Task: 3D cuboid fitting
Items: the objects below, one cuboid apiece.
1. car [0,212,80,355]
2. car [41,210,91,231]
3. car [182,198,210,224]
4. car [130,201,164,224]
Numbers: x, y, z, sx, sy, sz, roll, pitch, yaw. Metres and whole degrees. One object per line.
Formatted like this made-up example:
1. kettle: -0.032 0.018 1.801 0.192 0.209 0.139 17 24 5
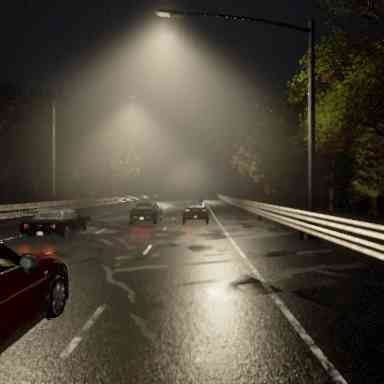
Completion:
1. car: -3.385 1.343 4.488 2.097 1.767 4.553 0 0 0
2. car: -6.860 1.582 17.362 1.895 1.301 4.718 0 0 1
3. car: 0.276 1.439 24.459 2.128 1.511 4.902 0 0 1
4. car: -3.231 1.454 24.034 1.837 1.490 4.892 0 0 1
